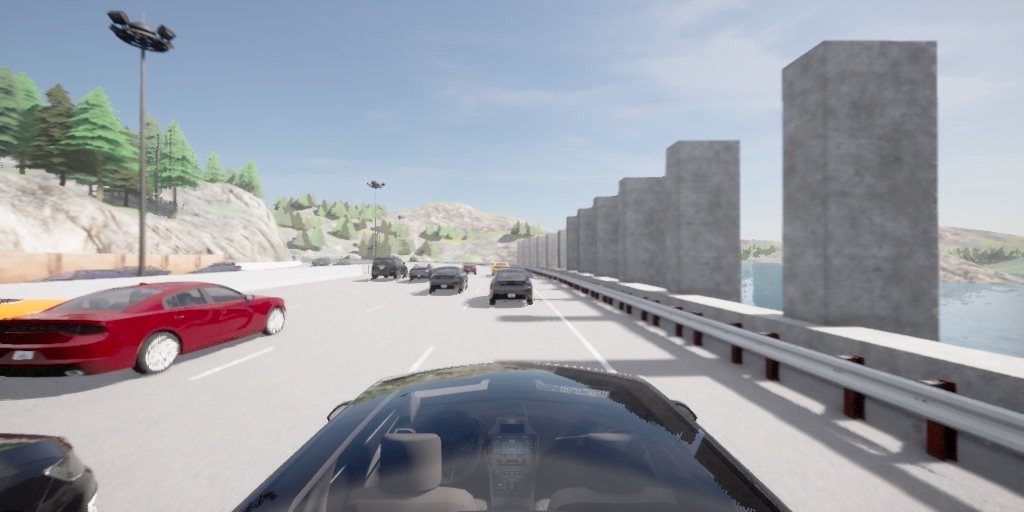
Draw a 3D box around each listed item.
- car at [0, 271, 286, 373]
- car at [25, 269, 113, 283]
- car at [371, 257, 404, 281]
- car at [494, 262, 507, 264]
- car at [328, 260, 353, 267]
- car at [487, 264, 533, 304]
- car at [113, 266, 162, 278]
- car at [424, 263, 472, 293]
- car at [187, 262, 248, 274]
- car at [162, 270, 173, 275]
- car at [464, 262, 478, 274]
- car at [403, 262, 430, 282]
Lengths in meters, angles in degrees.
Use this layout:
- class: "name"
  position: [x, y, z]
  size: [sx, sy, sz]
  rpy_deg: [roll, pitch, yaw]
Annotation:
- class: "car"
  position: [-6.939, 1.261, 7.554]
  size: [1.882, 1.535, 5.008]
  rpy_deg: [0, 0, -1]
- class: "car"
  position: [-10.426, 1.131, 6.101]
  size: [2.097, 1.767, 4.553]
  rpy_deg: [0, 0, 0]
- class: "car"
  position: [-11.204, 1.131, 32.962]
  size: [2.150, 2.045, 5.566]
  rpy_deg: [0, 0, -4]
- class: "car"
  position: [-1.358, 1.413, 40.280]
  size: [1.882, 1.535, 5.008]
  rpy_deg: [0, 0, -6]
- class: "car"
  position: [-24.323, 1.511, 51.546]
  size: [1.837, 1.490, 4.892]
  rpy_deg: [0, 0, -10]
- class: "car"
  position: [-0.078, 1.327, 16.789]
  size: [1.837, 1.490, 4.892]
  rpy_deg: [0, 0, -2]
- class: "car"
  position: [-21.326, 1.392, 18.015]
  size: [2.033, 1.411, 5.357]
  rpy_deg: [0, 0, -2]
- class: "car"
  position: [-3.703, 1.354, 21.555]
  size: [1.837, 1.490, 4.892]
  rpy_deg: [0, 0, -2]
- class: "car"
  position: [-25.354, 1.459, 31.097]
  size: [2.033, 1.411, 5.357]
  rpy_deg: [0, 0, -3]
- class: "car"
  position: [-28.636, 1.442, 27.061]
  size: [2.033, 1.411, 5.357]
  rpy_deg: [0, 0, -2]
- class: "car"
  position: [-5.361, 1.484, 44.382]
  size: [1.812, 1.442, 4.674]
  rpy_deg: [0, 0, -8]
- class: "car"
  position: [-7.626, 1.389, 31.236]
  size: [2.128, 1.511, 4.902]
  rpy_deg: [0, 0, -4]
